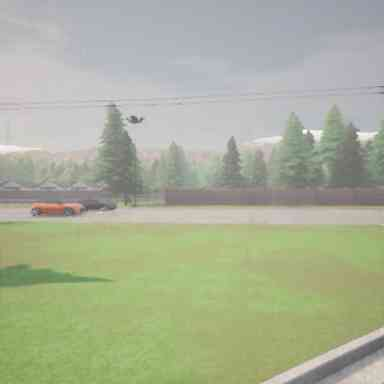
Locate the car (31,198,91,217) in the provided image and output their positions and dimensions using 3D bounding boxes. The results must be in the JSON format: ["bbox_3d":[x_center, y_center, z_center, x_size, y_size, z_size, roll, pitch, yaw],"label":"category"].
[{"bbox_3d":[-11.820,1.300,29.681,4.553,1.767,2.097,0,0,7],"label":"car"}]

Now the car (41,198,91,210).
[{"bbox_3d":[-15.356,1.474,40.710,5.357,1.411,2.033,0,0,7],"label":"car"}]

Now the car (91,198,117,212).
[{"bbox_3d":[-10.666,1.432,36.590,4.892,1.490,1.837,0,0,7],"label":"car"}]
